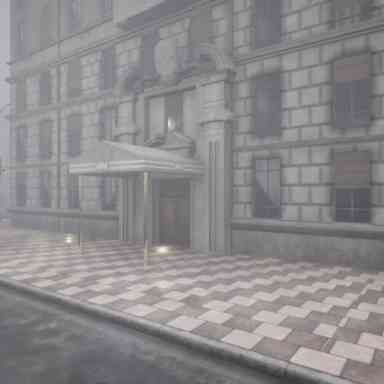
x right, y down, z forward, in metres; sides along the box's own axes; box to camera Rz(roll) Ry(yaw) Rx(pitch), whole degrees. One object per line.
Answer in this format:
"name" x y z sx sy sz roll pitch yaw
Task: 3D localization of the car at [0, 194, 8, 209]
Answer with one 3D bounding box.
"car" -26.766 1.221 42.717 2.150 2.045 5.566 0 0 35
